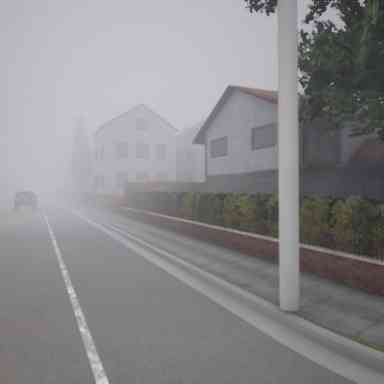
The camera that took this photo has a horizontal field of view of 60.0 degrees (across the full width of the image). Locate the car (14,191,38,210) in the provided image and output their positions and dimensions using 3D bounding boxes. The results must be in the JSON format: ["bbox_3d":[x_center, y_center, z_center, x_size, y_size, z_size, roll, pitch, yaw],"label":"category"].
[{"bbox_3d":[-19.058,0.935,38.199,2.150,2.045,5.566,-1,1,-25],"label":"car"}]
